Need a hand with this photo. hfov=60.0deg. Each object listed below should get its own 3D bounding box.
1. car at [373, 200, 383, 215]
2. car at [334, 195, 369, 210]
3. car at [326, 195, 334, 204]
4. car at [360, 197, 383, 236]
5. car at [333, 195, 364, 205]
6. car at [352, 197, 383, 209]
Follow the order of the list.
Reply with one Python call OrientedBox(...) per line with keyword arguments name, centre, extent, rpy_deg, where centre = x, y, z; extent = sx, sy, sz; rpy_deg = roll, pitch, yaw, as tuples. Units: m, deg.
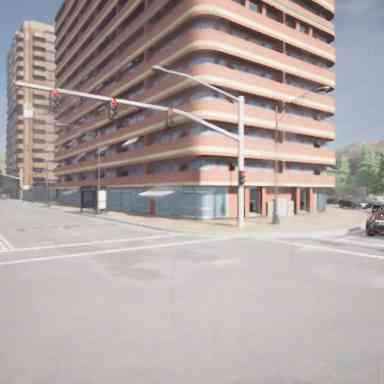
OrientedBox(name="car", centre=(19.304, 1.539, 32.433), extent=(1.895, 1.301, 4.718), rpy_deg=(0, 0, 15))
OrientedBox(name="car", centre=(20.591, 1.419, 42.510), extent=(2.128, 1.511, 4.902), rpy_deg=(0, 0, -1))
OrientedBox(name="car", centre=(24.152, 1.266, 57.830), extent=(2.097, 1.767, 4.553), rpy_deg=(0, 0, -26))
OrientedBox(name="car", centre=(10.429, 1.299, 16.865), extent=(2.097, 1.767, 4.553), rpy_deg=(0, 0, 42))
OrientedBox(name="car", centre=(27.575, 1.394, 58.753), extent=(1.882, 1.535, 5.008), rpy_deg=(0, 0, -26))
OrientedBox(name="car", centre=(23.901, 1.454, 45.171), extent=(1.812, 1.442, 4.674), rpy_deg=(0, 0, -5))
